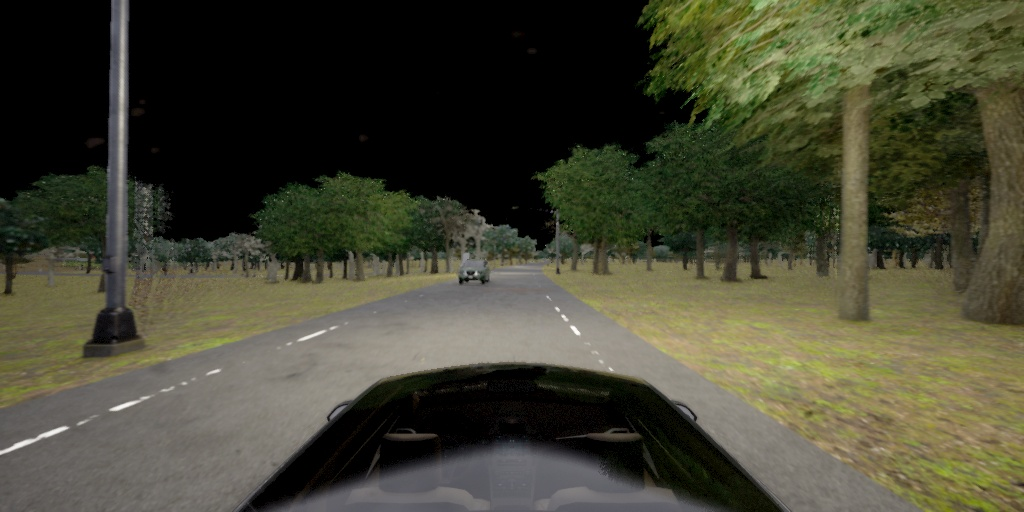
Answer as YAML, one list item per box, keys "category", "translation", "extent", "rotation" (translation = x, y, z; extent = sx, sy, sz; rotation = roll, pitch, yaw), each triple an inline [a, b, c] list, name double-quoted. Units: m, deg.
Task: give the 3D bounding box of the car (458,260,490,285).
- category: "car"
  translation: [-3.122, 1.320, 30.560]
  extent: [2.150, 2.045, 5.566]
  rotation: [0, -1, 2]
